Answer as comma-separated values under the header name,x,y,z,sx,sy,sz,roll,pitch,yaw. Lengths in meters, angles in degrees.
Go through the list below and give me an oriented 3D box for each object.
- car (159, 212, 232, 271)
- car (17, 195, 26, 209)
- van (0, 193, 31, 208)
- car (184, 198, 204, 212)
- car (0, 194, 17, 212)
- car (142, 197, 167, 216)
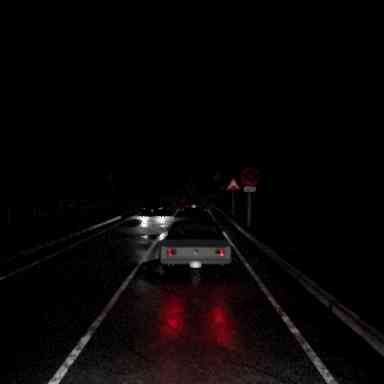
name,x,y,z,sx,sy,sz,roll,pitch,yaw
car,0.108,1.549,10.665,1.895,1.301,4.718,0,0,0
car,-22.035,1.348,37.608,4.792,1.488,2.163,0,0,0
van,-21.883,1.082,40.380,4.442,1.987,1.878,0,0,0
car,0.193,1.280,31.715,2.033,1.411,5.357,0,1,0
car,-21.824,1.327,34.830,5.366,1.575,1.946,0,0,0
car,-3.258,1.271,29.614,1.837,1.490,4.892,0,1,0
